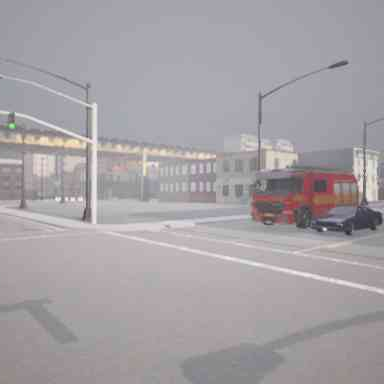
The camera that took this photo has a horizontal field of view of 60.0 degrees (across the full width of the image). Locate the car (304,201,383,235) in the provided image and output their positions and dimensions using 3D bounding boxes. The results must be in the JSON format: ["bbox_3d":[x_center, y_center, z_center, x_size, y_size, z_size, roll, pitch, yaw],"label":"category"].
[{"bbox_3d":[8.748,1.477,18.522,5.357,1.411,2.033,-1,1,-40],"label":"car"}]

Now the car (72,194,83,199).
[{"bbox_3d":[-29.697,1.197,86.138,1.853,1.218,4.536,0,0,-9],"label":"car"}]

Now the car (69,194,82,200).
[{"bbox_3d":[-29.689,1.355,86.087,2.038,1.542,4.974,0,0,-9],"label":"car"}]

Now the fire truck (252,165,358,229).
[{"bbox_3d":[7.739,0.260,22.098,8.468,3.827,2.891,-1,1,-39],"label":"fire truck"}]

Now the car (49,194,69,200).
[{"bbox_3d":[-33.406,1.338,85.758,4.974,1.542,2.038,0,0,21],"label":"car"}]

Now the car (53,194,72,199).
[{"bbox_3d":[-33.454,1.181,85.776,4.536,1.218,1.853,0,0,21],"label":"car"}]
